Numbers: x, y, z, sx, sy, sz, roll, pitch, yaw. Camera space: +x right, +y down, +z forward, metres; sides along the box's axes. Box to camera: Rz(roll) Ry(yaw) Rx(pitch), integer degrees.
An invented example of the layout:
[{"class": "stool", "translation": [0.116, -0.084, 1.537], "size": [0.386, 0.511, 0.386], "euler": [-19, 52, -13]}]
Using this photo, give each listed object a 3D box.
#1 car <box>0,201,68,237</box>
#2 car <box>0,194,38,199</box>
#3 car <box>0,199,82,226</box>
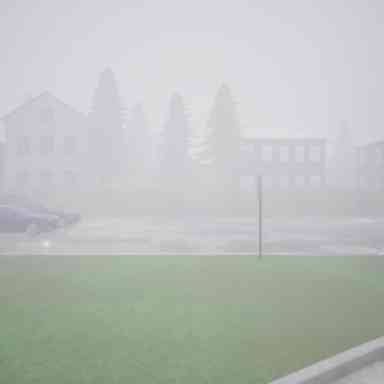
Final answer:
[{"class": "car", "translation": [-9.419, 1.418, 17.175], "size": [5.008, 1.535, 1.882], "euler": [0, 0, -1]}, {"class": "car", "translation": [-12.407, 1.139, 24.155], "size": [5.566, 2.045, 2.150], "euler": [0, 0, -1]}, {"class": "car", "translation": [-9.458, 1.409, 20.674], "size": [5.008, 1.535, 1.882], "euler": [0, 0, 0]}]
